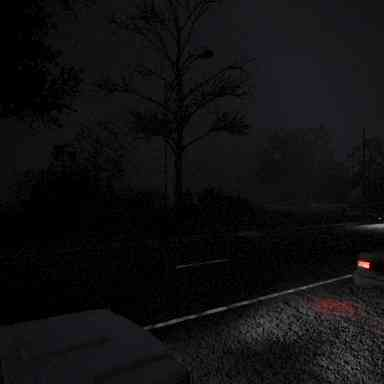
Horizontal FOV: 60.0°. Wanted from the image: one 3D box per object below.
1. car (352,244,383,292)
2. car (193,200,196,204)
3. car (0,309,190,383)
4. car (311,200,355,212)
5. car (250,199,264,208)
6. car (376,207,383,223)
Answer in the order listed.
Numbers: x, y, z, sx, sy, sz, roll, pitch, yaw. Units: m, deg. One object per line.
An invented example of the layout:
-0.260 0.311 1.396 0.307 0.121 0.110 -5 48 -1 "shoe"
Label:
5.953 1.547 7.816 5.357 1.411 2.033 0 0 -34 "car"
-0.888 1.741 67.398 1.837 1.490 4.892 0 -1 -22 "car"
-2.262 1.601 2.099 4.718 1.301 1.895 0 0 -35 "car"
16.446 1.605 38.932 1.895 1.301 4.718 0 0 -29 "car"
8.129 1.643 47.302 1.895 1.301 4.718 0 0 -26 "car"
14.972 1.564 24.262 1.994 1.385 4.181 0 0 41 "car"
